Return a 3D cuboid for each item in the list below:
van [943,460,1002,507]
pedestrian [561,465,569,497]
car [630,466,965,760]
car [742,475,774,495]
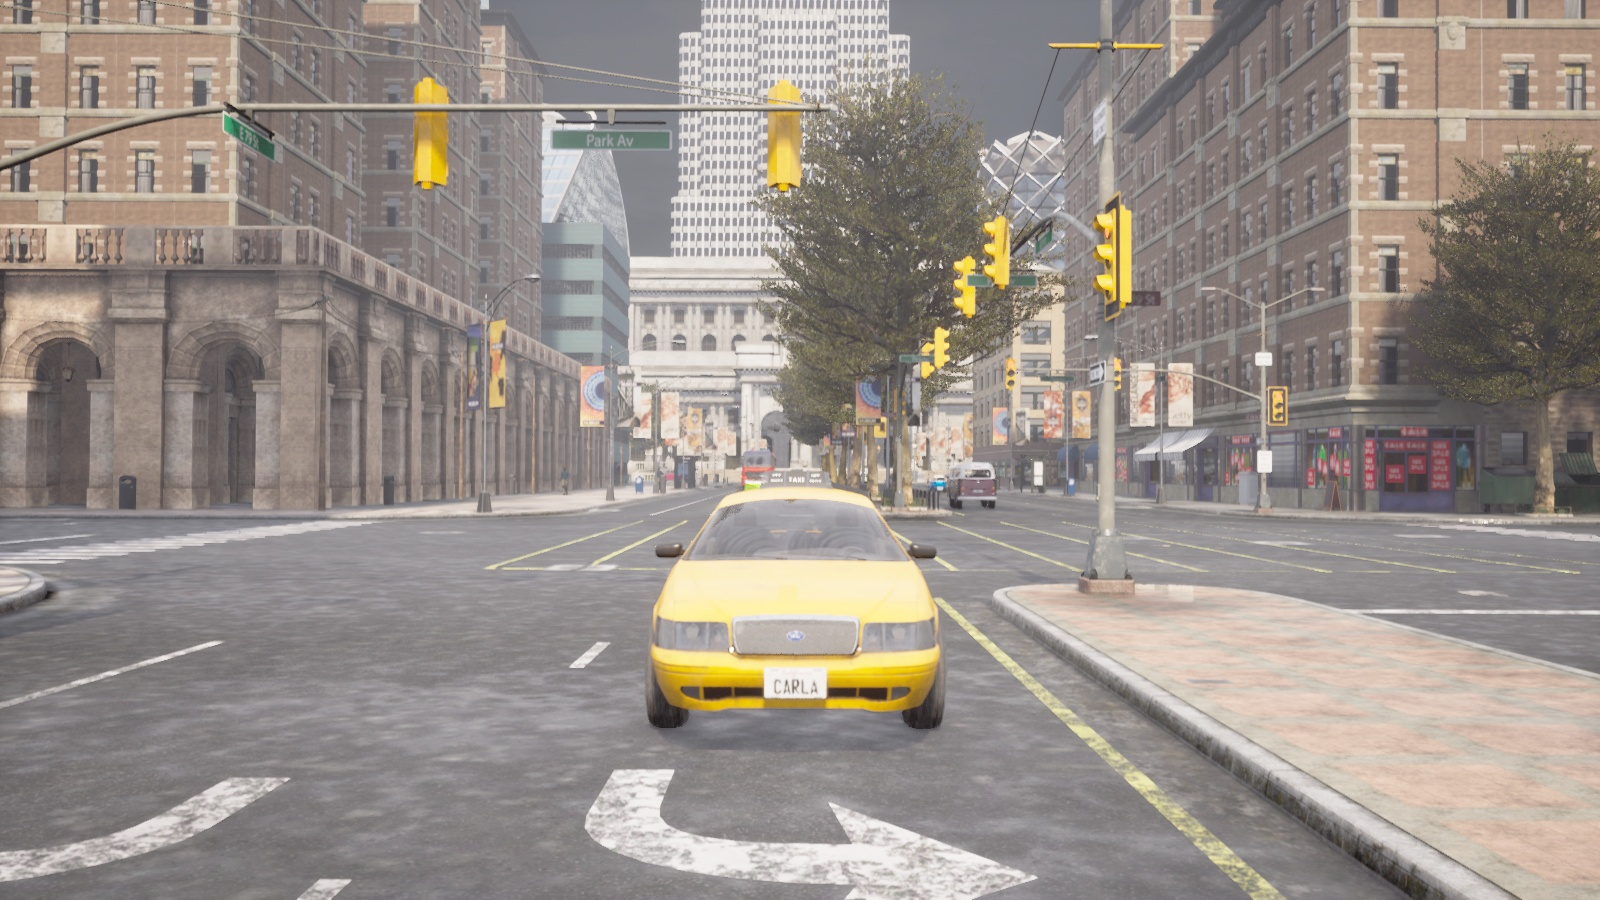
[{"bbox_3d":[7.863,1.521,57.624,2.069,2.038,4.480,0,-1,0],"label":"van"},{"bbox_3d":[-13.737,1.817,73.351,0.370,1.835,0.726,0,-1,0],"label":"pedestrian"},{"bbox_3d":[-0.023,0.920,9.452,1.801,1.575,5.366,0,-1,0],"label":"car"},{"bbox_3d":[-2.843,2.389,85.674,1.481,1.376,2.207,-1,-1,21],"label":"car"}]
